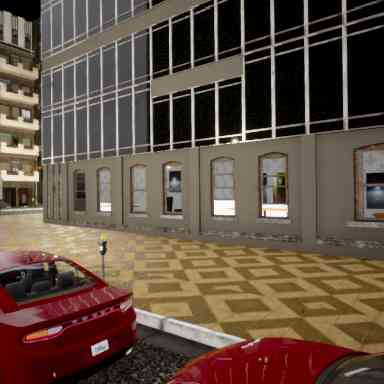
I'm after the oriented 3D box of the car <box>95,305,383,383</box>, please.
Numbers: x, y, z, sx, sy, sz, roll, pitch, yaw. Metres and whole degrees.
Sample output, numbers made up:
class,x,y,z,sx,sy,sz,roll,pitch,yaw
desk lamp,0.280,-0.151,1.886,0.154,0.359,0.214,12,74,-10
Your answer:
class,x,y,z,sx,sy,sz,roll,pitch,yaw
car,1.765,1.545,1.626,4.507,1.381,1.887,0,-1,36

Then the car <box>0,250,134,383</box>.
class,x,y,z,sx,sy,sz,roll,pitch,yaw
car,-2.804,1.546,4.892,4.507,1.381,1.887,0,-1,36
